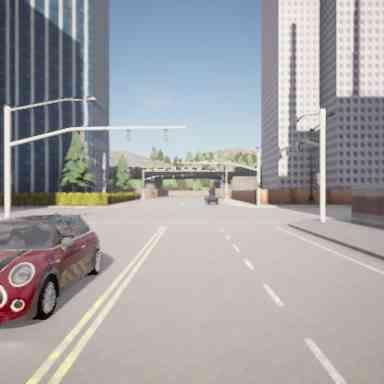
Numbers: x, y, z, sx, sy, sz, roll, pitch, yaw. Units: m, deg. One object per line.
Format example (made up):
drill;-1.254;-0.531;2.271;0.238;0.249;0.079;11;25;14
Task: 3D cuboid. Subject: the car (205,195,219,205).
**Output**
car;3.505;1.383;56.620;1.837;1.490;4.892;0;0;0

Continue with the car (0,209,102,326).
car;-3.543;1.336;7.302;2.097;1.767;4.553;0;0;0

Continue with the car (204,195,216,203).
car;3.506;1.345;66.665;2.128;1.511;4.902;0;0;0
